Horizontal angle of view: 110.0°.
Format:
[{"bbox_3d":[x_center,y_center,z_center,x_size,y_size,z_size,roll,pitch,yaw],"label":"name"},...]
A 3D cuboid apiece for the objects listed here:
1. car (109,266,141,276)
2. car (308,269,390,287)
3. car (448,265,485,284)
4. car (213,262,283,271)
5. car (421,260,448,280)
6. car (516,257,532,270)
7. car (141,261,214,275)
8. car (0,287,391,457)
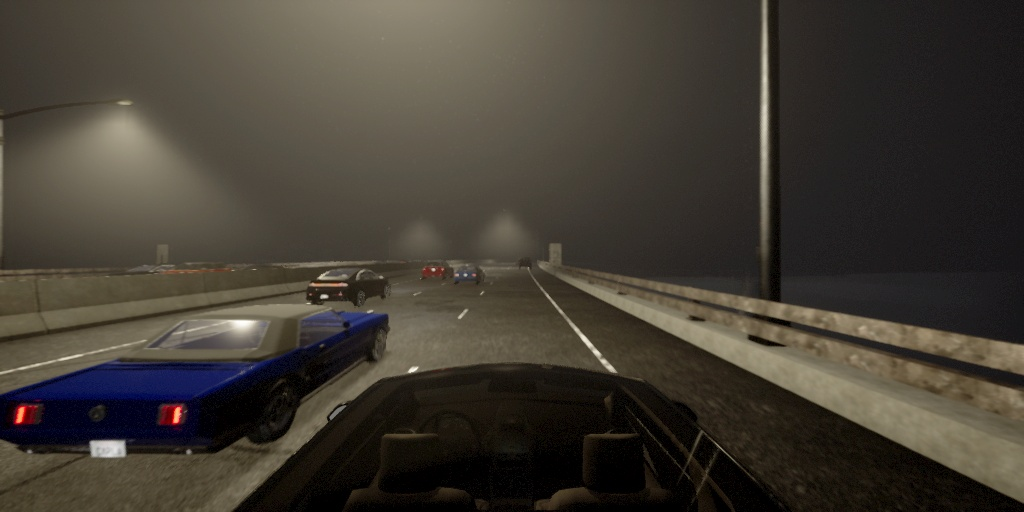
[{"bbox_3d":[-24.441,1.312,24.474,2.128,1.511,4.902,0,0,1],"label":"car"},{"bbox_3d":[-6.839,1.282,15.544,2.128,1.511,4.902,0,0,0],"label":"car"},{"bbox_3d":[-3.203,1.380,27.492,2.033,1.411,5.357,0,0,1],"label":"car"},{"bbox_3d":[-17.436,1.299,24.754,1.882,1.535,5.008,0,0,1],"label":"car"},{"bbox_3d":[-6.617,1.201,32.502,2.097,1.767,4.553,0,0,1],"label":"car"},{"bbox_3d":[2.189,1.179,59.212,2.150,2.045,5.566,0,0,2],"label":"car"},{"bbox_3d":[-20.950,1.168,23.675,2.097,1.767,4.553,0,0,1],"label":"car"},{"bbox_3d":[-3.405,1.360,5.264,1.895,1.301,4.718,0,0,0],"label":"car"}]
